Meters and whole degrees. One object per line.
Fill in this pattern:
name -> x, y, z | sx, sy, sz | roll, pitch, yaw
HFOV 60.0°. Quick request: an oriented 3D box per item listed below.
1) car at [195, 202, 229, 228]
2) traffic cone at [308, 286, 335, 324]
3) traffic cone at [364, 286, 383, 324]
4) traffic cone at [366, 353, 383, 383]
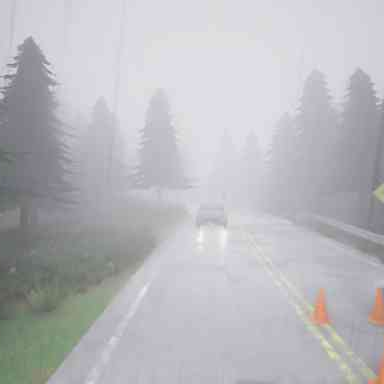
car -> 1.235, 1.339, 20.543 | 2.033, 1.411, 5.357 | 0, 1, 4
traffic cone -> 2.220, 1.910, 5.722 | 0.340, 0.580, 0.340 | 0, 1, 0
traffic cone -> 3.217, 1.916, 5.715 | 0.340, 0.580, 0.340 | 0, 1, 1
traffic cone -> 2.207, 1.931, 3.722 | 0.340, 0.580, 0.340 | 0, 1, 0
